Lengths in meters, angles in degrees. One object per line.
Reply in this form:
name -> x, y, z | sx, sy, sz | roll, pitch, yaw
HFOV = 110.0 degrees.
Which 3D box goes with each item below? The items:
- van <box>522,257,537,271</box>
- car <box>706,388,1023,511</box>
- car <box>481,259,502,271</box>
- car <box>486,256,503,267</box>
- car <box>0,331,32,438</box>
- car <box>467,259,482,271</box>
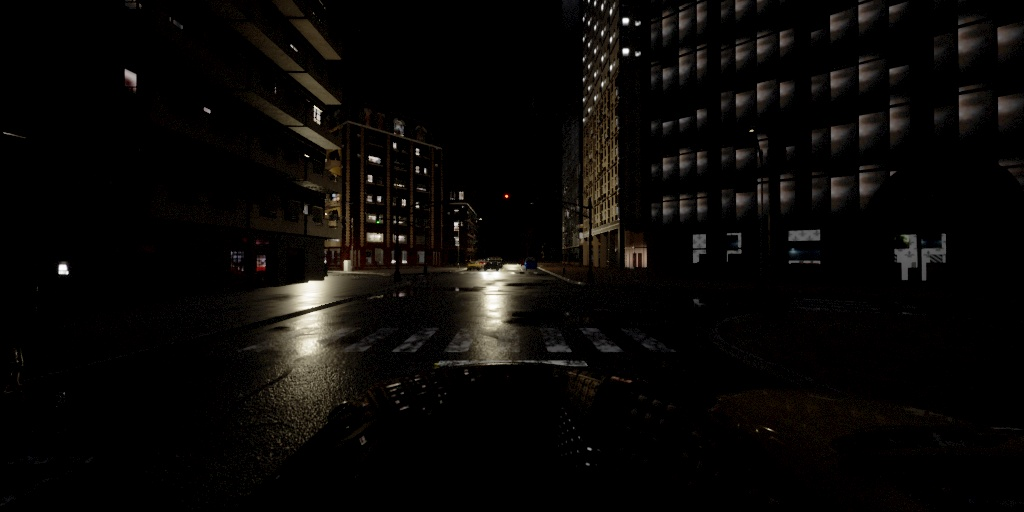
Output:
van -> 2.625, 1.136, 50.077 | 1.690, 1.789, 3.998 | 0, 0, 0
car -> 2.563, 1.275, 1.254 | 1.751, 1.417, 4.829 | 0, 0, 0
car -> -2.789, 1.395, 49.240 | 1.895, 1.301, 4.718 | 0, 0, 0
car -> -2.765, 1.036, 59.162 | 2.150, 2.045, 5.566 | 0, 0, 0
car -> -5.318, 1.065, 1.088 | 2.192, 1.841, 5.009 | 0, 0, 0
car -> -5.255, 1.321, 49.917 | 1.751, 1.417, 4.829 | 0, 0, 0
